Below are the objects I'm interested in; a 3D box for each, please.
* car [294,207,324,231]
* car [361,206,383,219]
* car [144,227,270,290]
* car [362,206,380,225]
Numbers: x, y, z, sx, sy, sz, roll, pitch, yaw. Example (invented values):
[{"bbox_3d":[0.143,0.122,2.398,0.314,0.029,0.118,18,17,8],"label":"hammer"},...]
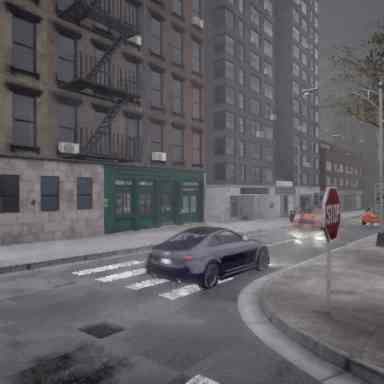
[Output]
[{"bbox_3d":[9.635,1.938,25.753,2.097,1.767,4.553,0,-2,39],"label":"car"},{"bbox_3d":[23.669,2.580,43.169,2.128,1.511,4.902,0,-1,39],"label":"car"},{"bbox_3d":[0.619,1.722,9.747,1.994,1.385,4.181,0,-2,39],"label":"car"},{"bbox_3d":[17.168,2.122,30.462,2.097,1.767,4.553,0,-2,39],"label":"car"}]
